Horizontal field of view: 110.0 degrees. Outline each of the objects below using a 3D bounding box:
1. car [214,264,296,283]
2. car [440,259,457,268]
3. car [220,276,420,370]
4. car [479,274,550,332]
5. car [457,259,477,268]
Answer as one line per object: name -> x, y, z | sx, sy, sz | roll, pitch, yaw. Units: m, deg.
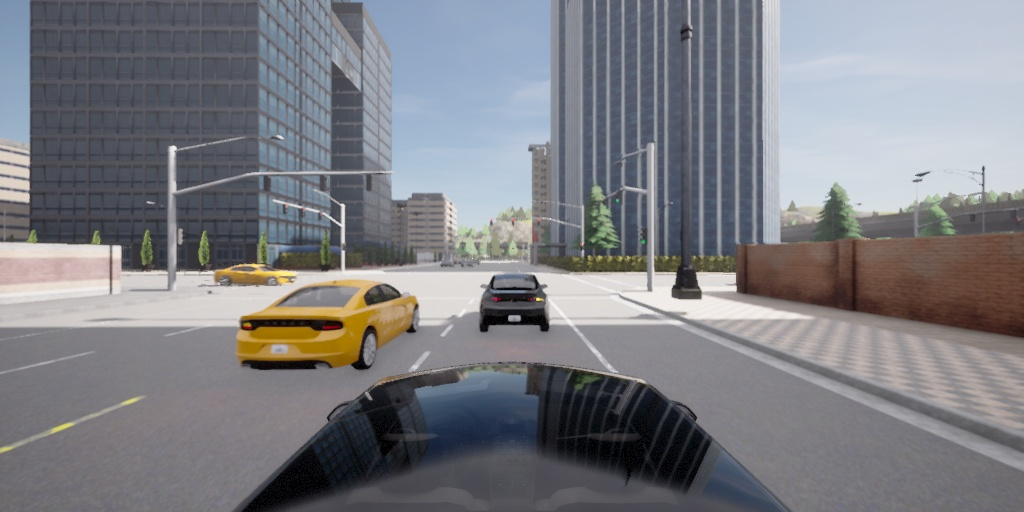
car -> -17.574, 1.320, 24.698 | 5.008, 1.535, 1.882 | 1, 0, -1
car -> -11.556, 1.416, 63.882 | 1.994, 1.385, 4.181 | 0, 0, 0
car -> -3.441, 1.238, 7.811 | 1.882, 1.535, 5.008 | 0, 0, 0
car -> 0.062, 1.268, 10.954 | 1.837, 1.490, 4.892 | 0, -1, 0
car -> -8.060, 1.344, 64.099 | 2.128, 1.511, 4.902 | 0, 0, 0
